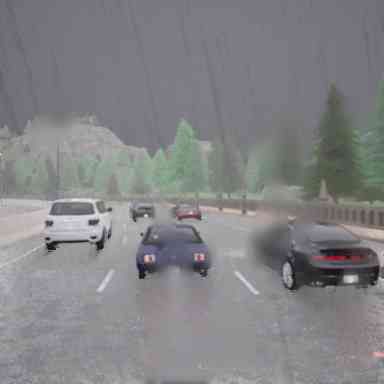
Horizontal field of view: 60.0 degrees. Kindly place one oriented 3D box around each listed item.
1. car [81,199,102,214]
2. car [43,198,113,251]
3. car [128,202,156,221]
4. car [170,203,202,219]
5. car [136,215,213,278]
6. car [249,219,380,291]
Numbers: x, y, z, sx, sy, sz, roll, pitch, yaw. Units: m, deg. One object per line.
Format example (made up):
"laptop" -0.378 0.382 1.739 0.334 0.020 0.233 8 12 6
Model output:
"car" -11.720 1.654 38.656 1.837 1.490 4.892 0 0 -23
"car" -4.801 1.283 14.651 2.150 2.045 5.566 0 0 -9
"car" -4.171 1.582 27.858 1.837 1.490 4.892 0 0 -15
"car" -0.609 1.616 28.023 1.994 1.385 4.181 0 0 -15
"car" -0.662 1.623 10.248 1.895 1.301 4.718 0 0 -6
"car" 2.946 1.499 9.065 1.837 1.490 4.892 0 0 -5
